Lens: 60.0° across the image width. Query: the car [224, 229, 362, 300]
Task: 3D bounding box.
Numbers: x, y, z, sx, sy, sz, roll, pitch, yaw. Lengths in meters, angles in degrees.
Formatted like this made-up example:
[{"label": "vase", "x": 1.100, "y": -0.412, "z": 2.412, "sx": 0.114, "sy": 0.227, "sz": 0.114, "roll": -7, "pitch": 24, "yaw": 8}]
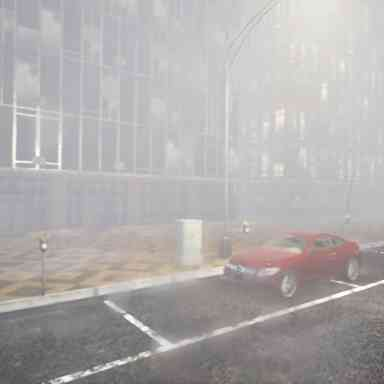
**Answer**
[{"label": "car", "x": 2.730, "y": 1.647, "z": 8.504, "sx": 4.206, "sy": 1.307, "sz": 1.802, "roll": 1, "pitch": 0, "yaw": -36}]
